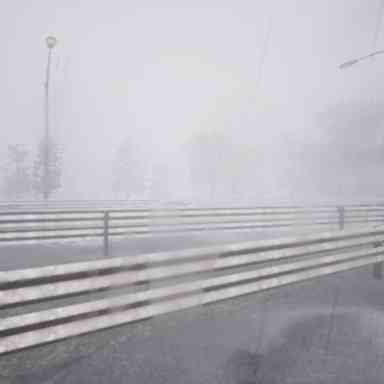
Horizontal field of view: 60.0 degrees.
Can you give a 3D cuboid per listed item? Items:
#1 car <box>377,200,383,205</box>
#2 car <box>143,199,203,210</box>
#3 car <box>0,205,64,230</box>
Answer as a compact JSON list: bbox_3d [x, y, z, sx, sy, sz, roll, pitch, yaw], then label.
[{"bbox_3d":[21.267,1.263,34.081,5.008,1.535,1.882,0,0,-23],"label":"car"},{"bbox_3d":[-1.253,1.259,24.062,4.674,1.442,1.812,0,0,-25],"label":"car"},{"bbox_3d":[-8.726,1.312,16.704,4.718,1.301,1.895,0,0,-26],"label":"car"}]
